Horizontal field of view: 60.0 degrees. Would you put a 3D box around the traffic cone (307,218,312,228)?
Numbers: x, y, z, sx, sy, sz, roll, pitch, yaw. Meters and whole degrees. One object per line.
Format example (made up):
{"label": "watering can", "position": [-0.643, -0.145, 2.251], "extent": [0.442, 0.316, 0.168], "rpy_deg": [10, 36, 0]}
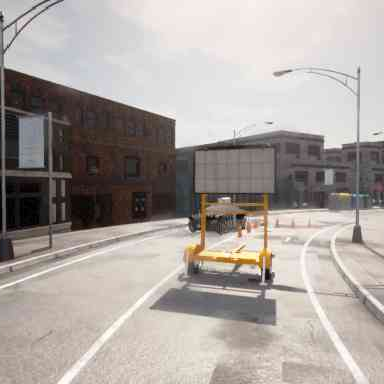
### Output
{"label": "traffic cone", "position": [7.479, 1.982, 21.165], "extent": [0.340, 0.580, 0.340], "rpy_deg": [1, 0, 22]}

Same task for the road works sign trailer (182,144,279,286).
{"label": "road works sign trailer", "position": [1.251, 0.462, 9.687], "extent": [2.380, 3.560, 2.880], "rpy_deg": [0, 0, 20]}

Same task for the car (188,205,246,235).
{"label": "car", "position": [1.548, 1.454, 19.098], "extent": [1.882, 1.535, 5.008], "rpy_deg": [0, 0, 29]}
